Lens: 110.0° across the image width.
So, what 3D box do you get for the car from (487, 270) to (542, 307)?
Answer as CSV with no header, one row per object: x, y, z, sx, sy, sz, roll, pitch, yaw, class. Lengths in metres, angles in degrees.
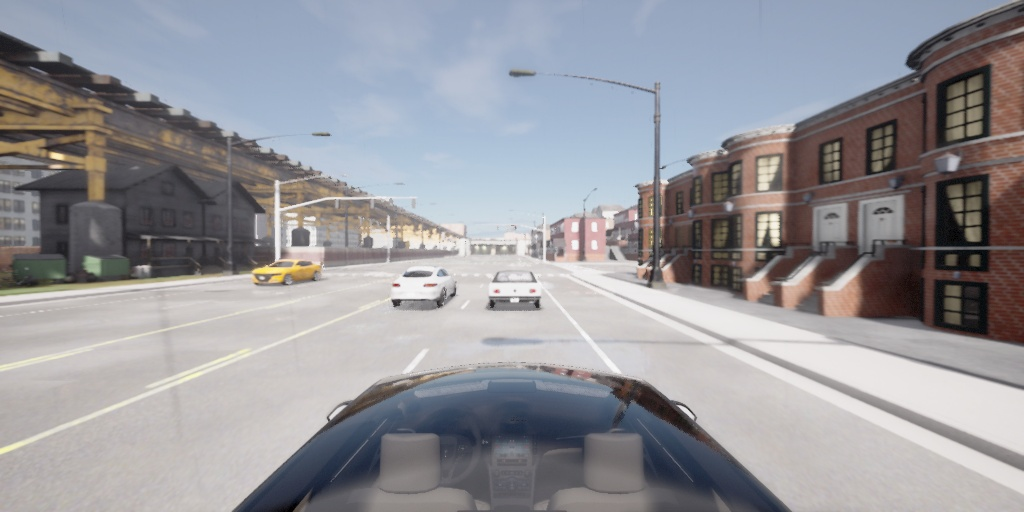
0.097,1.184,14.318,1.895,1.301,4.718,0,1,0,car

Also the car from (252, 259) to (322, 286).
-14.009,0.953,22.622,1.882,1.535,5.008,0,0,0,car

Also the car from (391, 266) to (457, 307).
-3.405,1.108,14.389,1.812,1.442,4.674,0,1,0,car
